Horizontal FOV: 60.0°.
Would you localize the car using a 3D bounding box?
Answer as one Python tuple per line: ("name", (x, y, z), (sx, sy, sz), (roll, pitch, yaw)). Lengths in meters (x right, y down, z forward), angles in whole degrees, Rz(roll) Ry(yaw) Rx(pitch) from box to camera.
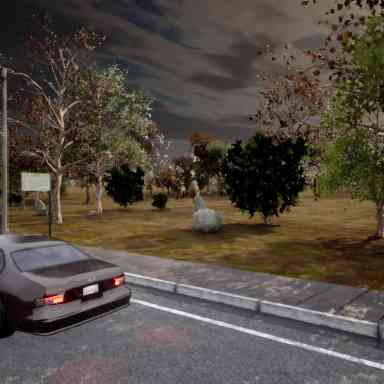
("car", (-3.596, 1.547, 6.571), (5.357, 1.411, 2.033), (0, 0, 36))
